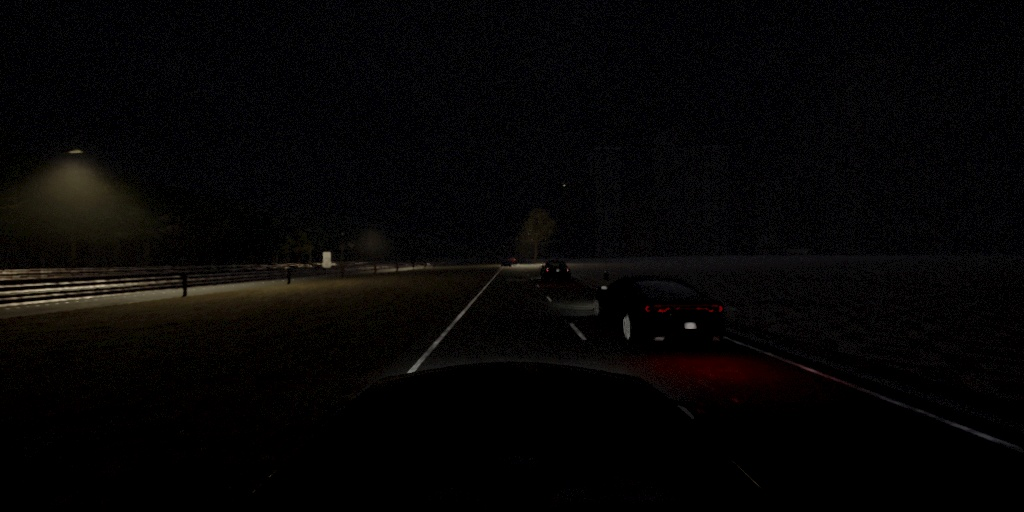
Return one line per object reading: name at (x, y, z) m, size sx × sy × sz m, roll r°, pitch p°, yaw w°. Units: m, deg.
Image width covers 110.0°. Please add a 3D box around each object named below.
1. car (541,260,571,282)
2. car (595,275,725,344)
car at (3.602, 1.159, 30.279) m, size 2.097 × 1.767 × 4.553 m, roll 0°, pitch 0°, yaw 0°
car at (3.593, 1.243, 9.682) m, size 1.882 × 1.535 × 5.008 m, roll 0°, pitch 0°, yaw 0°
